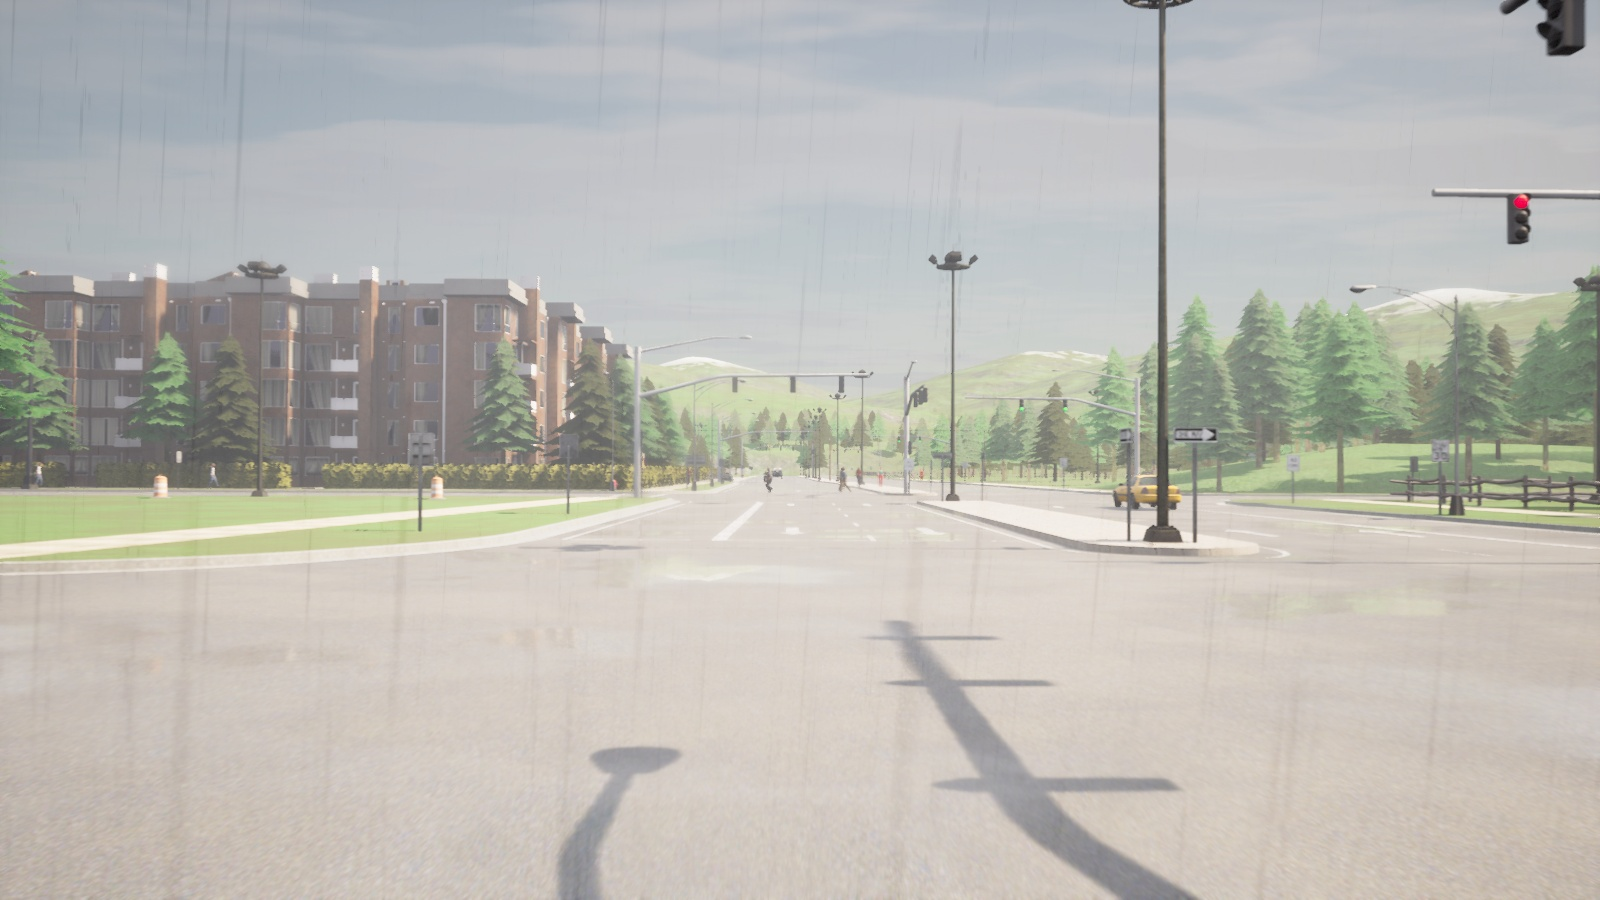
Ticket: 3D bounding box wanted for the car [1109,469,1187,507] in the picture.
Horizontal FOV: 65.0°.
[{"bbox_3d":[14.869,1.596,53.950,1.801,1.575,5.366,0,-1,0],"label":"car"}]
